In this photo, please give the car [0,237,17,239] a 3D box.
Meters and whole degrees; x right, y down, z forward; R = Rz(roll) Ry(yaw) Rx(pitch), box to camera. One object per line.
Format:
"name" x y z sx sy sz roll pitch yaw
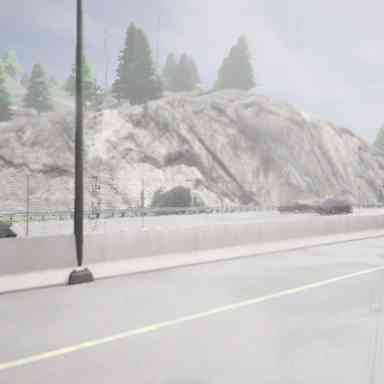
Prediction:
"car" -8.471 1.487 10.845 4.902 1.511 2.128 0 0 -36
